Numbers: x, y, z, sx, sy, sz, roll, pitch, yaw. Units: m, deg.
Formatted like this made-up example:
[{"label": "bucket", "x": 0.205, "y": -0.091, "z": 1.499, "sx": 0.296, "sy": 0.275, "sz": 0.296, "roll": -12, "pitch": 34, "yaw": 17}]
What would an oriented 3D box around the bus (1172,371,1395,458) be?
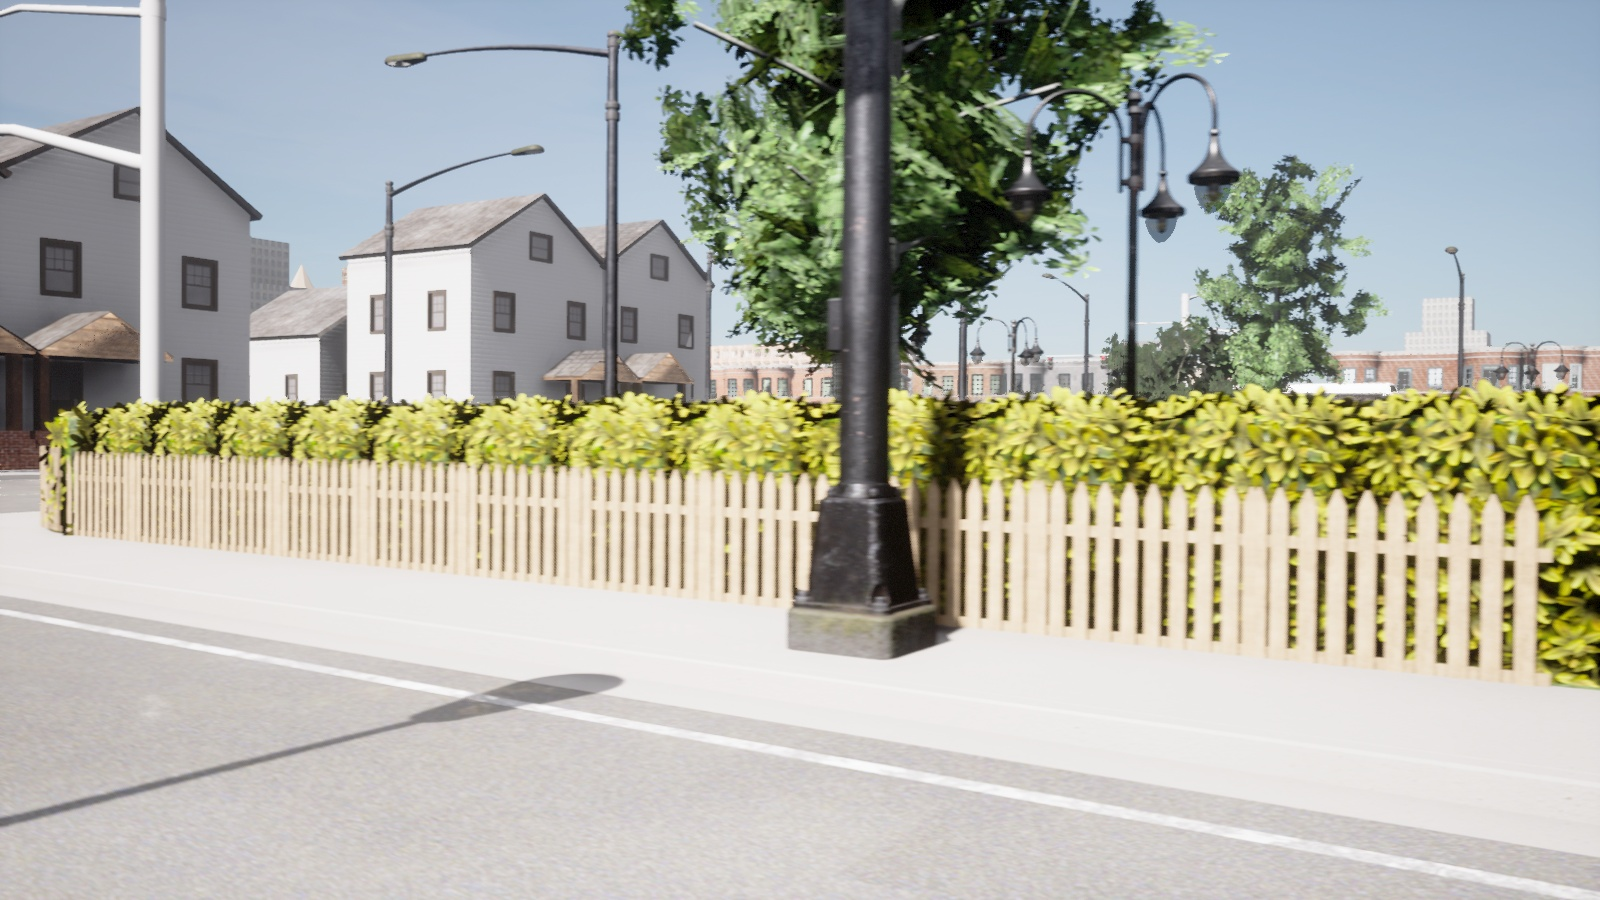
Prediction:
[{"label": "bus", "x": 25.136, "y": -1.768, "z": 65.558, "sx": 10.273, "sy": 4.253, "sz": 3.944, "roll": 0, "pitch": 1, "yaw": 33}]
